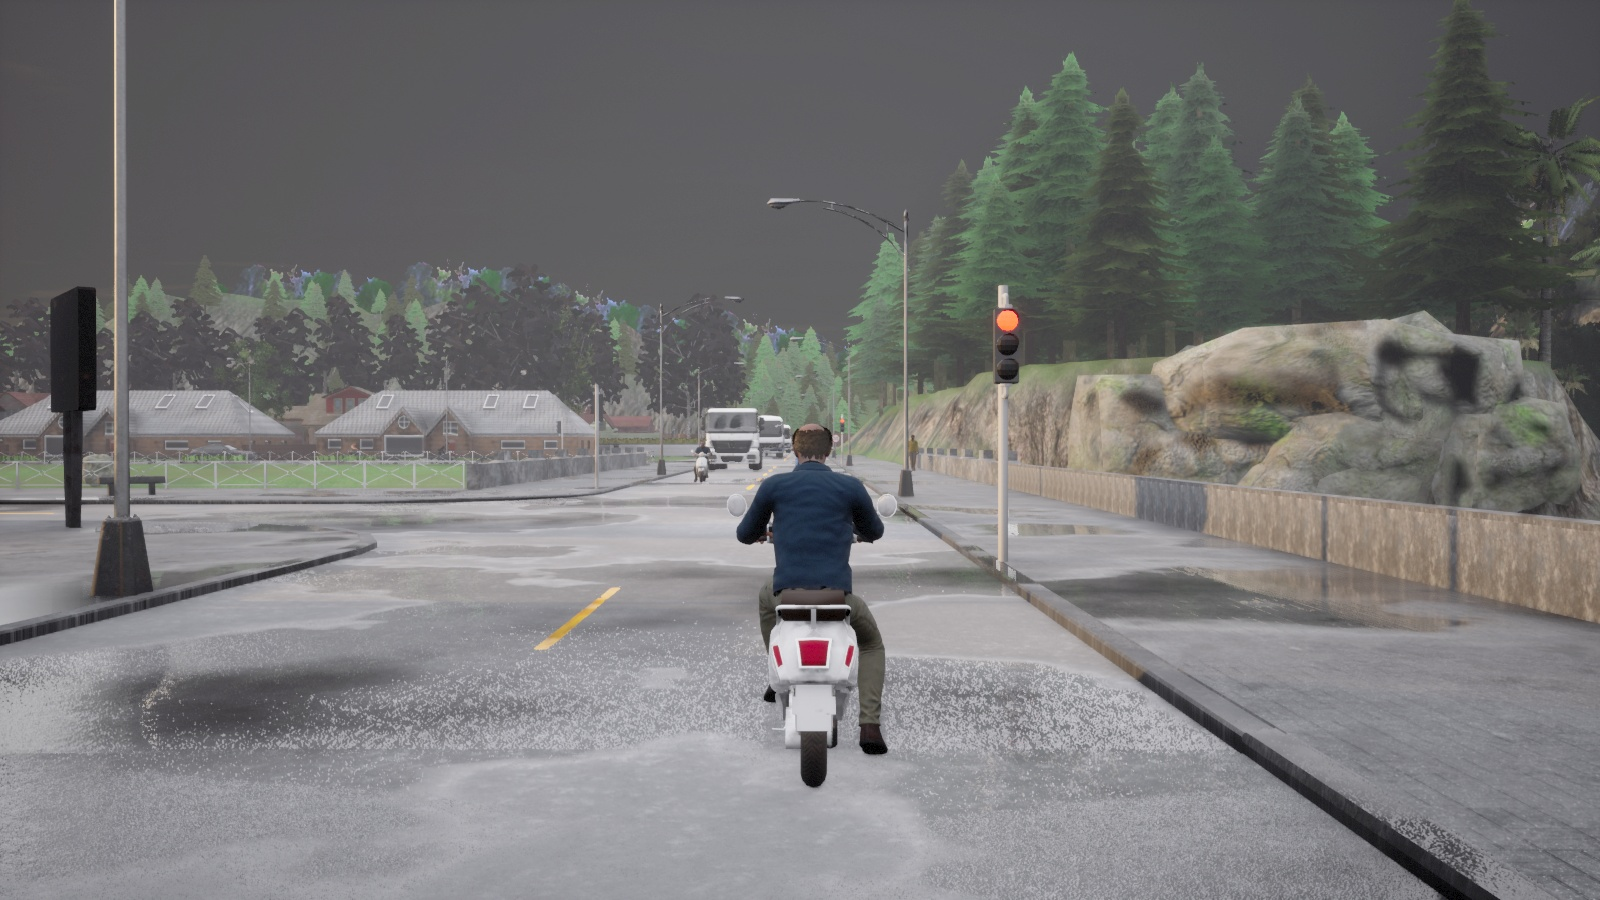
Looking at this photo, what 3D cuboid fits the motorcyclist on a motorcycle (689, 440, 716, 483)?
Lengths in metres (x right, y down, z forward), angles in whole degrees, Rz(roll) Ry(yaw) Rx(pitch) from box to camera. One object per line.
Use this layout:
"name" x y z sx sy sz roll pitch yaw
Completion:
"motorcyclist on a motorcycle" -3.717 0.426 48.000 0.866 1.590 1.817 0 0 0

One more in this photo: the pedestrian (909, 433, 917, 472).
"pedestrian" 5.470 0.118 60.803 0.370 1.835 0.726 0 0 4

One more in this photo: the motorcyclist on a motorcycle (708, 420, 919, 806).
"motorcyclist on a motorcycle" 0.059 0.666 6.070 0.866 1.590 1.817 0 0 0

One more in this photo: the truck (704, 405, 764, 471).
"truck" -3.568 -0.632 69.805 2.891 3.462 7.936 0 0 0
